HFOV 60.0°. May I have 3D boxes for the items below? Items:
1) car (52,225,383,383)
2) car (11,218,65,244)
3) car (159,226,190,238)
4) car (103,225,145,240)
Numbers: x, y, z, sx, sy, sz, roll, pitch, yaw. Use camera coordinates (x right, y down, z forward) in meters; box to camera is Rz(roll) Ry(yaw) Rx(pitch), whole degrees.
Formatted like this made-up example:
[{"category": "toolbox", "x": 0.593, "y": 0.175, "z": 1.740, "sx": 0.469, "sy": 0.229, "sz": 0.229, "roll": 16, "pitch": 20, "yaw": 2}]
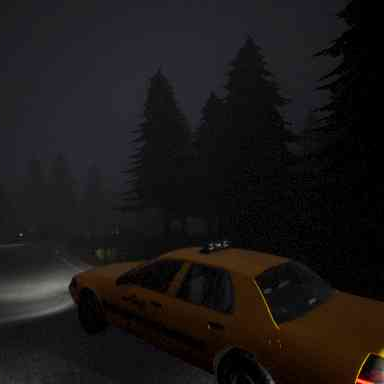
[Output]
[{"category": "car", "x": 0.124, "y": 1.441, "z": 4.751, "sx": 5.366, "sy": 1.575, "sz": 1.801, "roll": 0, "pitch": 1, "yaw": 43}, {"category": "car", "x": -12.738, "y": 3.228, "z": 28.169, "sx": 2.150, "sy": 2.045, "sz": 5.566, "roll": -4, "pitch": -7, "yaw": 7}, {"category": "car", "x": -2.311, "y": 5.544, "z": 46.279, "sx": 1.882, "sy": 1.535, "sz": 5.008, "roll": -5, "pitch": -8, "yaw": 30}, {"category": "car", "x": -7.435, "y": 4.510, "z": 36.973, "sx": 2.033, "sy": 1.411, "sz": 5.357, "roll": -4, "pitch": -8, "yaw": 20}]
